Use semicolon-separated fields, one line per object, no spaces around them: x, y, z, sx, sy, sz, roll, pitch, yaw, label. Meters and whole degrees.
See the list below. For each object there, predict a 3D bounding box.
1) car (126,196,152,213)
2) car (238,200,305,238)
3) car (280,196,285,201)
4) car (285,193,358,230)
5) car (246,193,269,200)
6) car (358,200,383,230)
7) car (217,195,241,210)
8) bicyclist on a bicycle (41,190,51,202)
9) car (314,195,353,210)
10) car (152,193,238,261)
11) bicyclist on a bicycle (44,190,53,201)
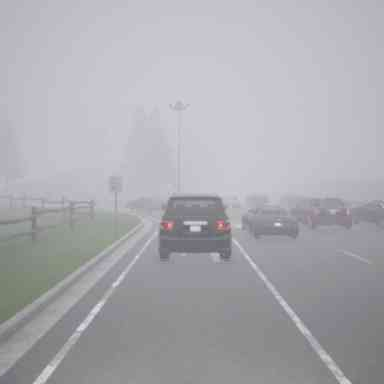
-3.850;1.058;29.191;2.033;1.411;5.357;-1;1;-38;car
3.609;1.296;15.926;1.994;1.385;4.181;0;1;0;car
10.628;0.916;35.188;1.837;1.490;4.892;0;1;0;car
7.114;1.035;18.866;2.097;1.767;4.553;0;1;0;car
7.130;0.864;36.671;1.882;1.535;5.008;0;1;0;car
10.614;1.181;18.556;2.128;1.511;4.902;0;1;0;car
3.626;1.039;33.533;1.895;1.301;4.718;0;1;0;car
-20.234;0.529;46.149;0.582;1.620;1.656;0;1;7;bicyclist on a bicycle
14.126;1.040;33.525;1.895;1.301;4.718;0;1;0;car
0.098;1.026;11.624;2.150;2.045;5.566;0;1;0;car
-19.747;0.530;46.084;0.582;1.620;1.656;0;1;8;bicyclist on a bicycle
